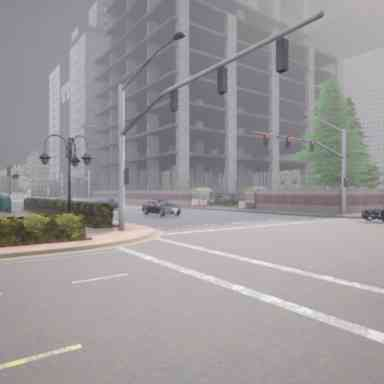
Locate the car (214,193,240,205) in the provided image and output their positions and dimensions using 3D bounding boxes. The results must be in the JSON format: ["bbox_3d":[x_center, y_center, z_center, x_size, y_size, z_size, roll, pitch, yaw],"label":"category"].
[{"bbox_3d":[5.234,1.077,53.616,1.905,1.878,3.866,0,0,-36],"label":"car"}]

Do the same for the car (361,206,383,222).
[{"bbox_3d":[15.057,1.570,24.759,4.718,1.301,1.895,0,0,-16],"label":"car"}]

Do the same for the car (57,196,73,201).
[{"bbox_3d":[-21.465,1.436,56.175,1.837,1.490,4.892,0,-1,-36],"label":"car"}]

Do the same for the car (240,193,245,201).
[{"bbox_3d":[7.624,1.074,55.331,1.905,1.878,3.866,0,0,-36],"label":"car"}]

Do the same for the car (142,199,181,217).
[{"bbox_3d":[-2.858,1.420,30.415,2.128,1.511,4.902,0,0,-36],"label":"car"}]

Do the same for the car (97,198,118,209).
[{"bbox_3d":[-10.040,1.477,40.304,2.033,1.411,5.357,0,0,-36],"label":"car"}]
